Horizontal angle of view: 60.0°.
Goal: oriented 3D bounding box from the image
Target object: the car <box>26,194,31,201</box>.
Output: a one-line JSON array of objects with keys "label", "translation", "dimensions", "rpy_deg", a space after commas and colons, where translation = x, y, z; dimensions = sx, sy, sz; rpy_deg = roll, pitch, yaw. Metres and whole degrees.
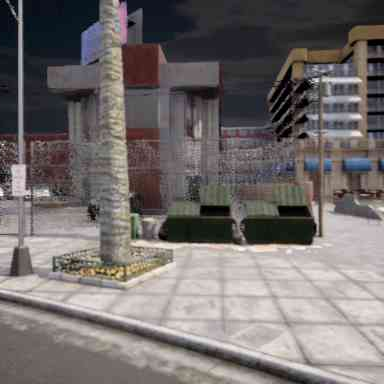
[{"label": "car", "translation": [-15.544, 1.205, 37.315], "dimensions": [4.674, 1.452, 2.002], "rpy_deg": [0, 0, 4]}]
